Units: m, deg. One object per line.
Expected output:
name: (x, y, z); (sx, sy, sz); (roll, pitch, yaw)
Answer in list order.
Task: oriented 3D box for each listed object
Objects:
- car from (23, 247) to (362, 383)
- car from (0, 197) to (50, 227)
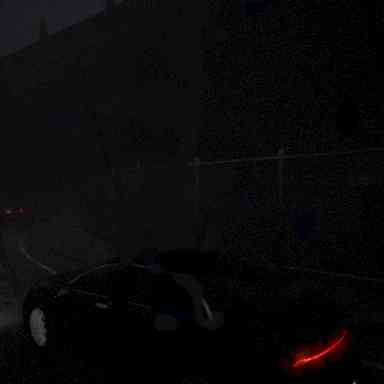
car: (-0.457, 1.524, 4.493); (4.892, 1.490, 1.837); (0, 0, 39)
car: (-12.147, 1.383, 24.190); (2.150, 2.045, 5.566); (-1, 0, -7)
